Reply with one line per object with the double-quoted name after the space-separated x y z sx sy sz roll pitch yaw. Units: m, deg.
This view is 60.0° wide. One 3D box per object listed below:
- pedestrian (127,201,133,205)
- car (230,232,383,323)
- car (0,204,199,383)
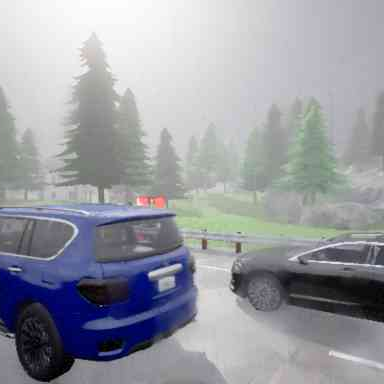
-2.831 1.296 15.267 0.375 1.860 0.375 0 0 33 "pedestrian"
3.043 1.492 6.018 4.902 1.511 2.128 0 0 36 "car"
-2.521 1.224 5.654 5.566 2.045 2.150 0 0 34 "car"
